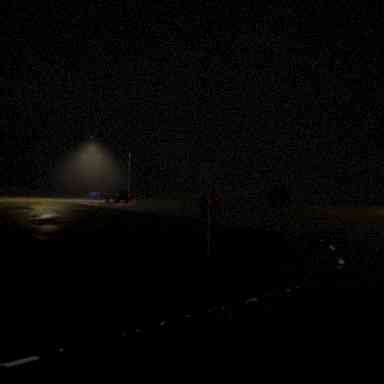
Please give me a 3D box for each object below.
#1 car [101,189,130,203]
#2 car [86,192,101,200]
[{"bbox_3d":[-11.464,0.600,51.099,2.150,2.045,5.566,2,0,-35],"label":"car"},{"bbox_3d":[-17.492,0.704,59.564,1.812,1.442,4.674,2,0,-35],"label":"car"}]
